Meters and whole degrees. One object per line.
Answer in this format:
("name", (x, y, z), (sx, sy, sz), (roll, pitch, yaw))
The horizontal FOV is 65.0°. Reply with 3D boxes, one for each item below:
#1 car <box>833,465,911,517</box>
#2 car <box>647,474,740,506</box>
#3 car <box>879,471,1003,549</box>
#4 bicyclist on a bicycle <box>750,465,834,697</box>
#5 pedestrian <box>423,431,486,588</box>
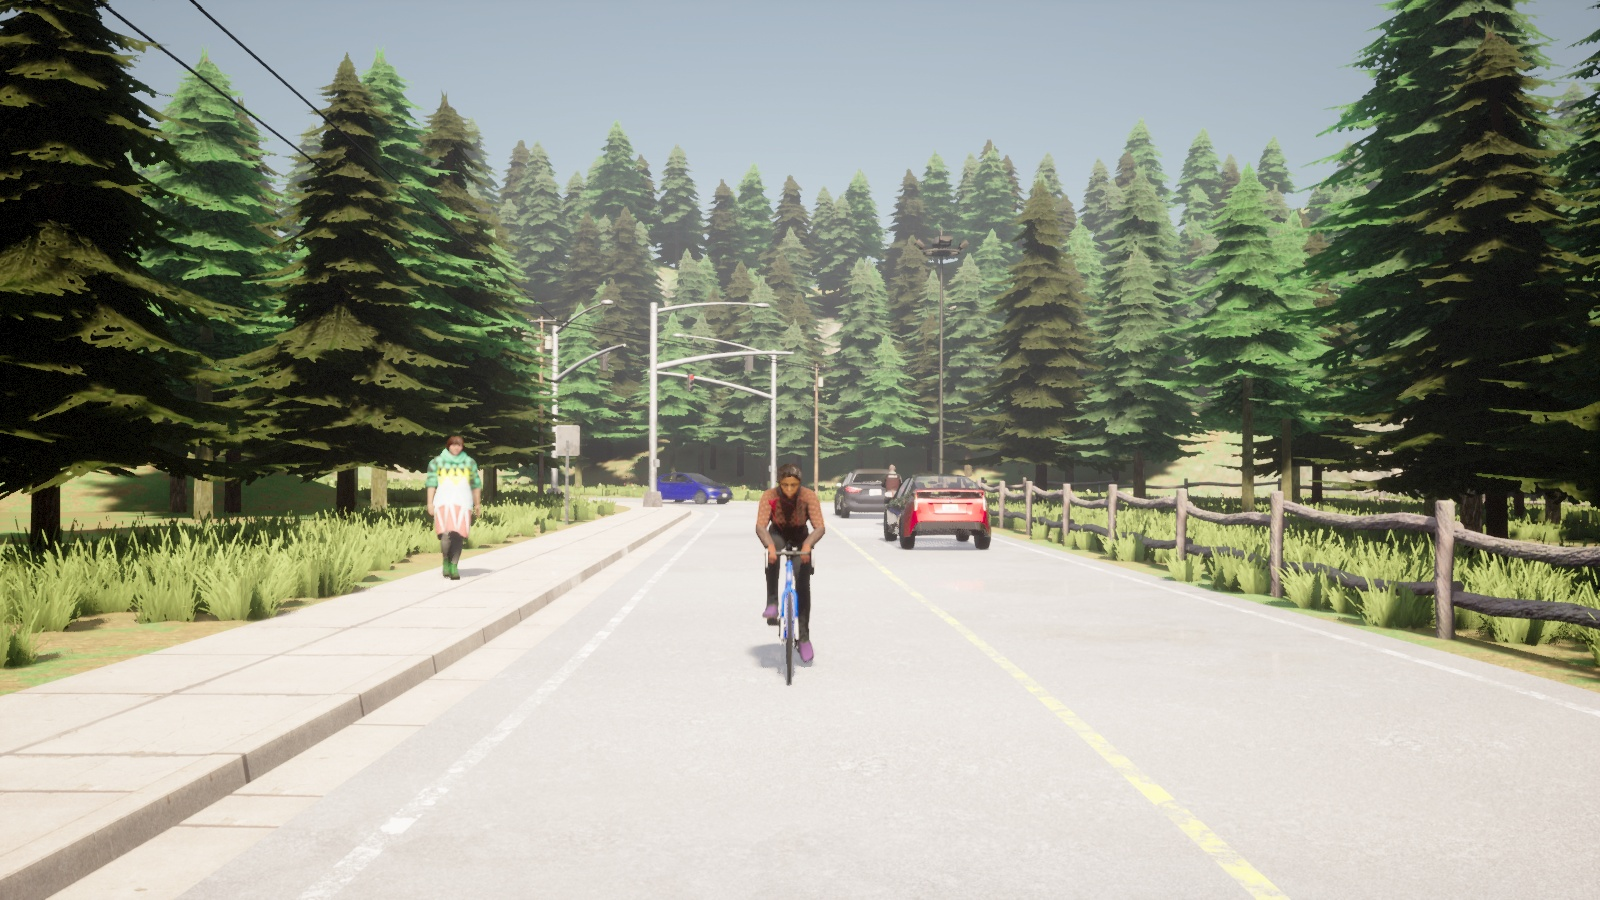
("car", (2.401, 1.381, 43.205), (2.242, 1.667, 4.611), (0, -1, -2))
("car", (-5.032, 1.851, 59.060), (4.193, 1.474, 1.816), (-1, -1, 36))
("car", (2.901, 1.207, 26.798), (2.007, 1.525, 4.514), (0, -1, -2))
("bicyclist on a bicycle", (-0.077, 0.930, 9.649), (0.582, 1.620, 1.656), (0, -1, -1))
("pedestrian", (-4.451, 0.754, 16.158), (0.659, 1.952, 0.873), (0, -1, -24))
